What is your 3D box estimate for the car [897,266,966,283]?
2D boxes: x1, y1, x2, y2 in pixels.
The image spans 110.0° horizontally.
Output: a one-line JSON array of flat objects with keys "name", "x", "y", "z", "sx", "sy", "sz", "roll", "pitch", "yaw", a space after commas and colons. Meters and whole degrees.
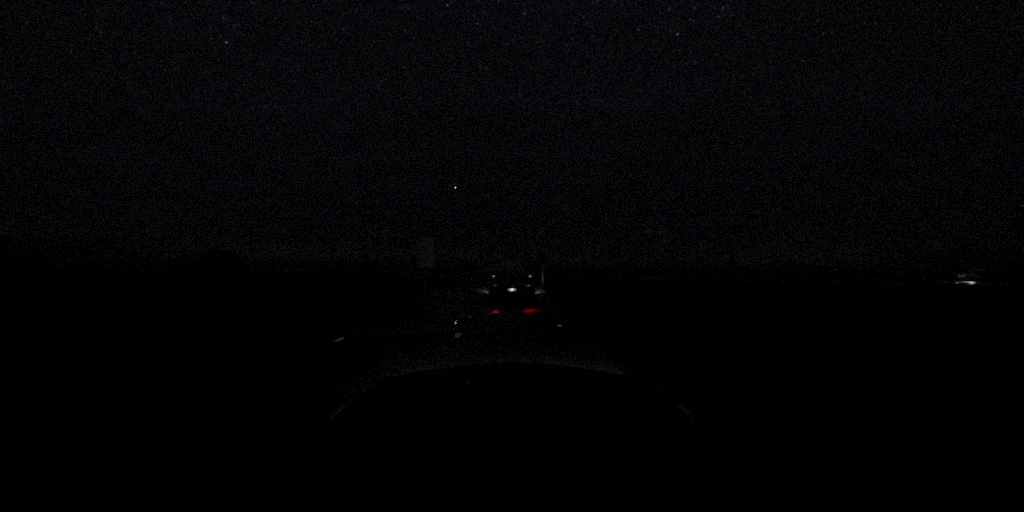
[{"name": "car", "x": 42.117, "y": 1.840, "z": 36.357, "sx": 4.553, "sy": 1.767, "sz": 2.097, "roll": 0, "pitch": -1, "yaw": 0}]

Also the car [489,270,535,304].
[{"name": "car", "x": 0.000, "y": 1.335, "z": 16.503, "sx": 1.994, "sy": 1.385, "sz": 4.181, "roll": 0, "pitch": 0, "yaw": 0}]
